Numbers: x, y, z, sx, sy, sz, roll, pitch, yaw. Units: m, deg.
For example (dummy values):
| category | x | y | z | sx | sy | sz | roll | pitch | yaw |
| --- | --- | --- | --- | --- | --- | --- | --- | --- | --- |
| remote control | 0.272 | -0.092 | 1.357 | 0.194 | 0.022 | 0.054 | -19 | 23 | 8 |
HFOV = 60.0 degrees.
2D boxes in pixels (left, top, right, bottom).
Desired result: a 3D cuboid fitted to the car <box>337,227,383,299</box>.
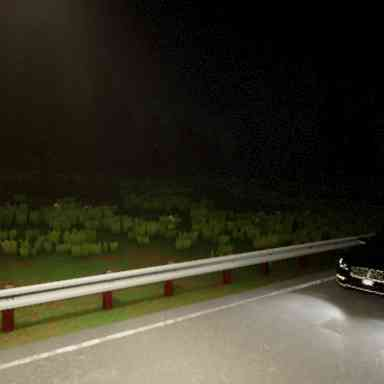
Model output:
| category | x | y | z | sx | sy | sz | roll | pitch | yaw |
| --- | --- | --- | --- | --- | --- | --- | --- | --- | --- |
| car | 5.355 | 1.474 | 7.794 | 4.892 | 1.490 | 1.837 | 0 | 0 | -35 |
